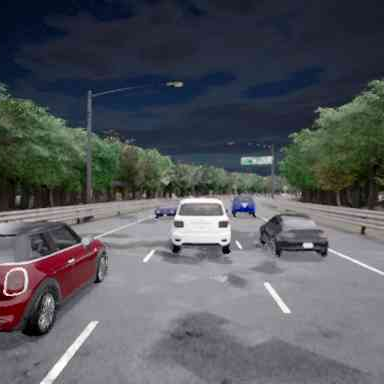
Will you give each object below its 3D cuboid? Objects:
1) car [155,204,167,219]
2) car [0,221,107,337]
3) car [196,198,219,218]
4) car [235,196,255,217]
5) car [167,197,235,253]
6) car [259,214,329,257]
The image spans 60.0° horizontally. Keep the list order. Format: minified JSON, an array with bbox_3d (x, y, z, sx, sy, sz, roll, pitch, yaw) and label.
[{"bbox_3d":[-2.124,1.738,30.771,1.895,1.301,4.718,0,0,4],"label":"car"},{"bbox_3d":[-3.283,1.379,6.884,2.097,1.767,4.553,0,0,1],"label":"car"},{"bbox_3d":[1.573,1.502,32.864,2.097,1.767,4.553,0,0,5],"label":"car"},{"bbox_3d":[5.141,1.382,33.703,2.150,2.045,5.566,0,0,5],"label":"car"},{"bbox_3d":[0.400,1.290,14.150,2.150,2.045,5.566,0,0,2],"label":"car"},{"bbox_3d":[3.881,1.592,13.192,1.812,1.442,4.674,0,0,2],"label":"car"}]
